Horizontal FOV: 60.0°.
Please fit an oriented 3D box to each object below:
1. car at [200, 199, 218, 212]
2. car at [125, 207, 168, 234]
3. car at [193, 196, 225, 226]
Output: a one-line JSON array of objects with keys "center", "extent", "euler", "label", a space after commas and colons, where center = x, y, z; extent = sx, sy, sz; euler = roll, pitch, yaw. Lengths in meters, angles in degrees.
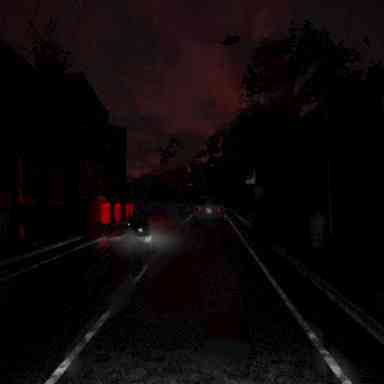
[{"center": [2.097, 1.708, 42.566], "extent": [2.033, 1.411, 5.357], "euler": [0, 0, 0], "label": "car"}, {"center": [-2.573, 1.633, 20.184], "extent": [2.033, 1.411, 5.357], "euler": [0, 0, 3], "label": "car"}, {"center": [1.268, 1.308, 24.472], "extent": [2.150, 2.045, 5.566], "euler": [0, 0, 3], "label": "car"}]
